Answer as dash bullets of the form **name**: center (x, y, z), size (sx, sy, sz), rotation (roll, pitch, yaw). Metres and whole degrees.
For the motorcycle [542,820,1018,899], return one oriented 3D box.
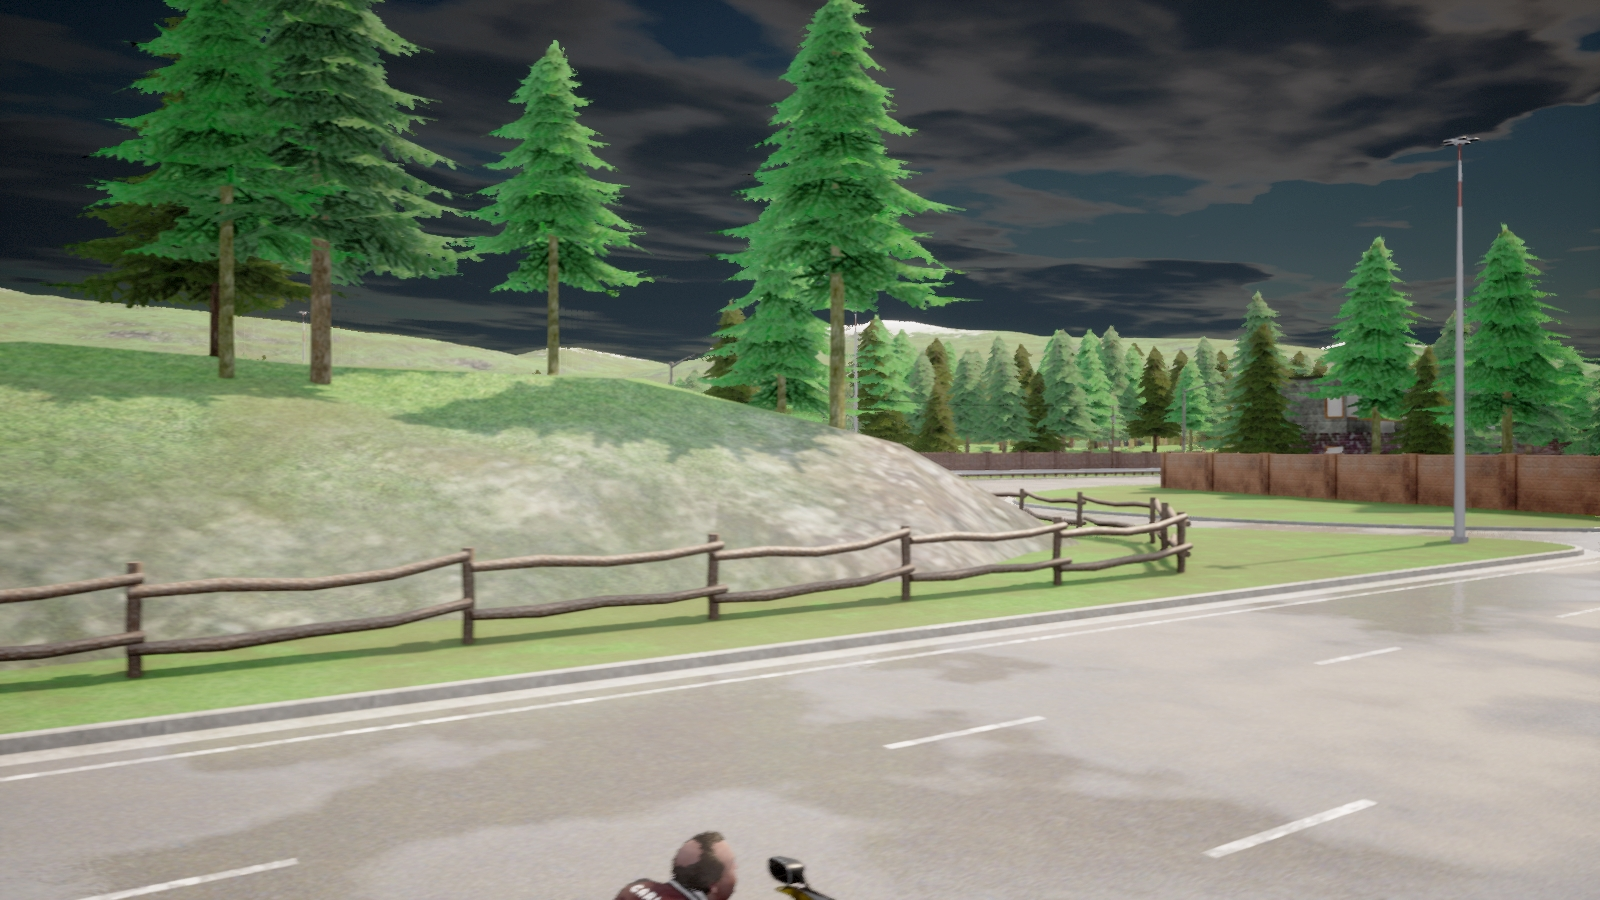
- **motorcycle**: center (-0.367, 2.205, 3.859), size (2.209, 1.251, 0.867), rotation (0, 1, -35)
